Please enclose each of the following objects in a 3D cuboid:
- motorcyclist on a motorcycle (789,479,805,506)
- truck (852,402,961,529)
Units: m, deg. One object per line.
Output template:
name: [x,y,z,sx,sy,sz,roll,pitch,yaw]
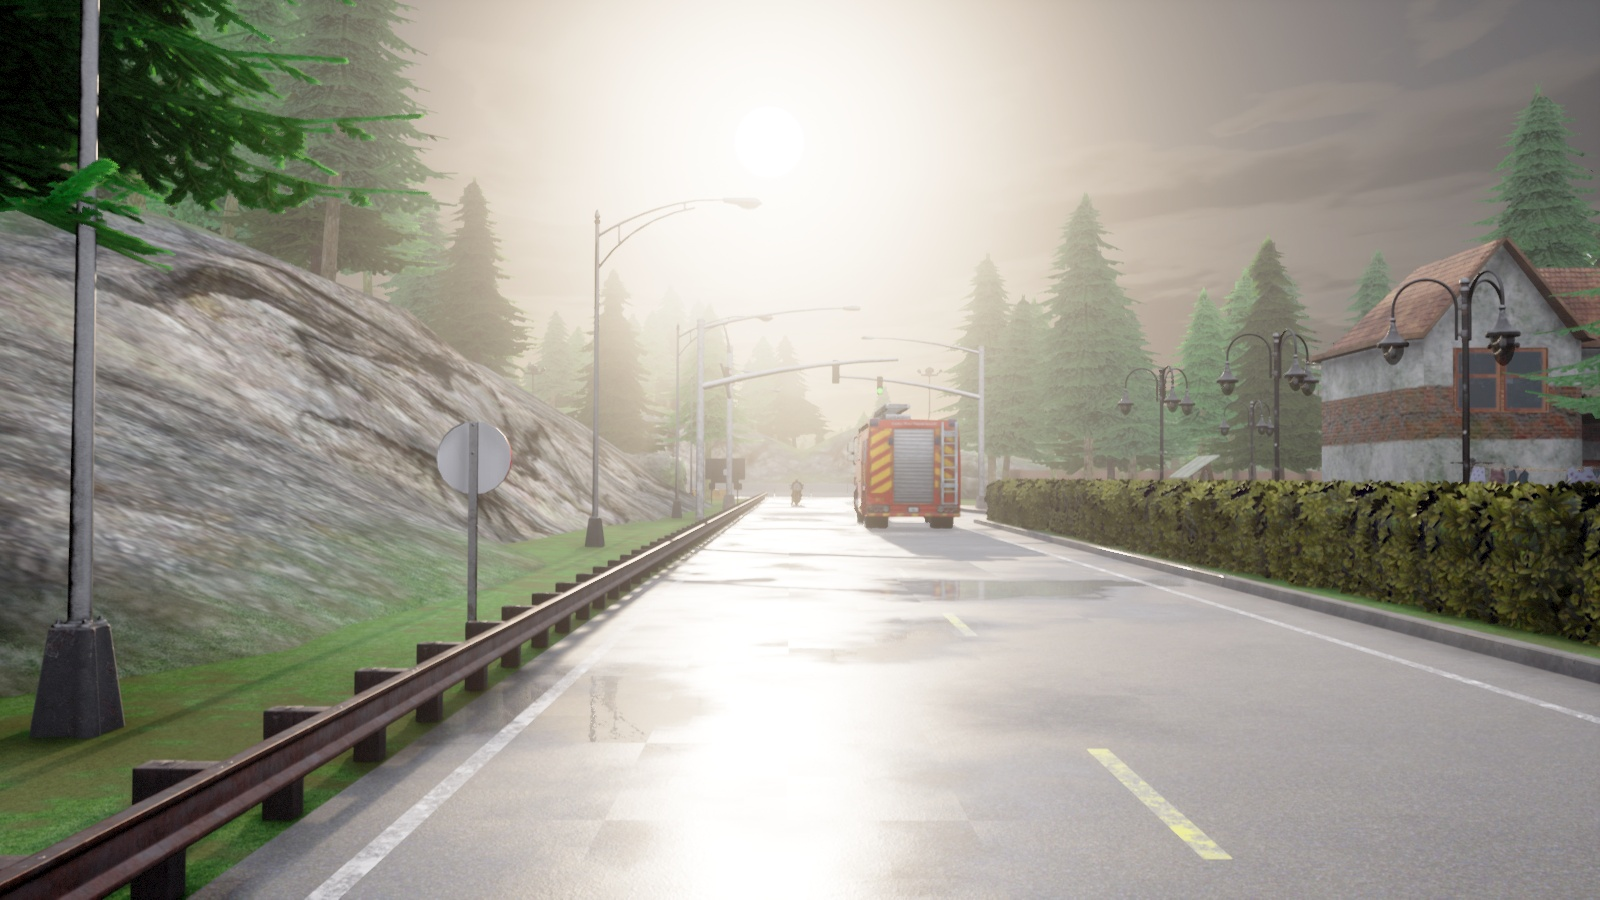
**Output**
motorcyclist on a motorcycle: [-0.165,2.363,70.233,0.866,1.530,2.191,0,-1,0]
truck: [3.396,0.546,42.099,2.891,3.827,8.468,0,-1,0]
